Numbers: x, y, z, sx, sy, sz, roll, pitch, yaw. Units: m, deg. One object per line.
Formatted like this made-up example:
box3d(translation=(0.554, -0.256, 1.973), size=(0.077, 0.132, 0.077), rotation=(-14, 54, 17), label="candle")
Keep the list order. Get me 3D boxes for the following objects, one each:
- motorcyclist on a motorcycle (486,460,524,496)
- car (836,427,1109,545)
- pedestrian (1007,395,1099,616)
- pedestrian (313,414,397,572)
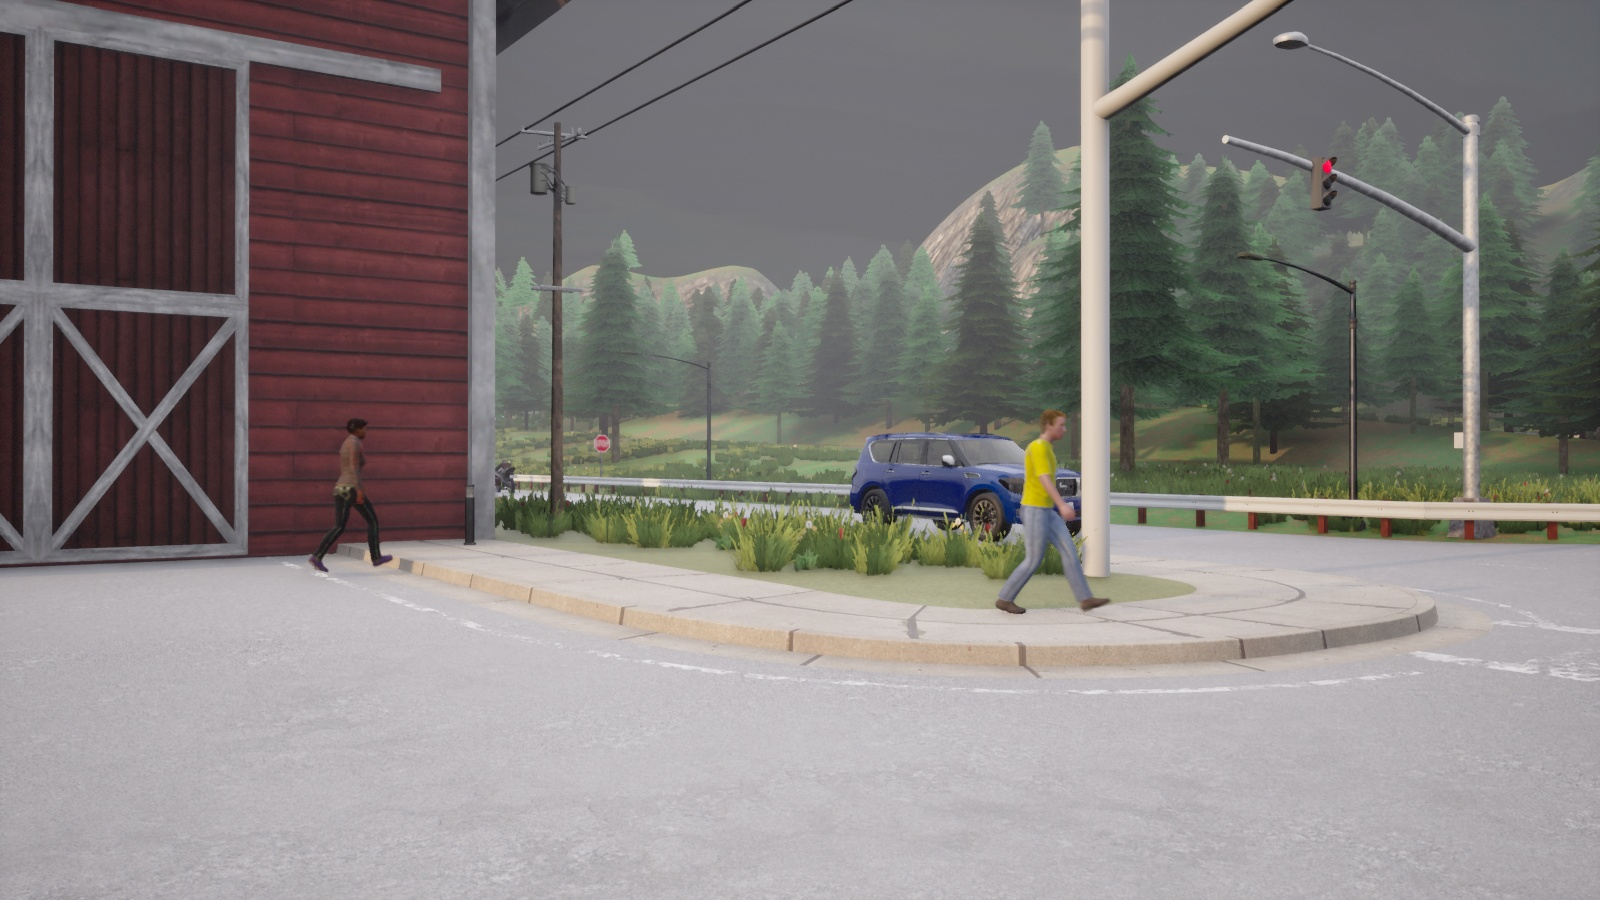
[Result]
box3d(translation=(-12.964, 1.226, 55.140), size=(0.866, 1.530, 2.191), rotation=(0, 0, -34), label="motorcyclist on a motorcycle")
box3d(translation=(3.206, 0.646, 24.696), size=(2.150, 2.045, 5.566), rotation=(0, 0, -34), label="car")
box3d(translation=(2.163, 0.464, 10.739), size=(0.706, 1.836, 0.354), rotation=(0, 0, 23), label="pedestrian")
box3d(translation=(-5.206, 0.490, 14.702), size=(0.869, 1.805, 0.328), rotation=(0, -1, -44), label="pedestrian")
